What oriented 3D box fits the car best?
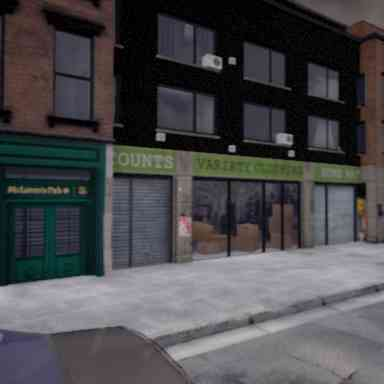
[{"bbox_3d":[-2.404,1.571,1.503,5.357,1.411,2.033,1,-1,-32],"label":"car"}]
